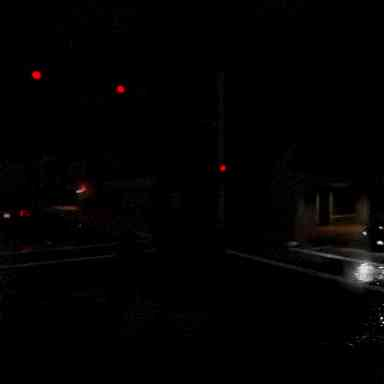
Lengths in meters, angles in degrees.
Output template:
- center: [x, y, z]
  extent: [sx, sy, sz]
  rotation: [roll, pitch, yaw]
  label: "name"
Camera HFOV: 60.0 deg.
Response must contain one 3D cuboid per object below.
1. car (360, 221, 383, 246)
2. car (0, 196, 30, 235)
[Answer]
- center: [9.407, 1.538, 13.999]
  extent: [5.357, 1.411, 2.033]
  rotation: [0, 0, -31]
  label: "car"
- center: [-10.237, 1.217, 18.214]
  extent: [2.150, 2.045, 5.566]
  rotation: [0, 0, -31]
  label: "car"
